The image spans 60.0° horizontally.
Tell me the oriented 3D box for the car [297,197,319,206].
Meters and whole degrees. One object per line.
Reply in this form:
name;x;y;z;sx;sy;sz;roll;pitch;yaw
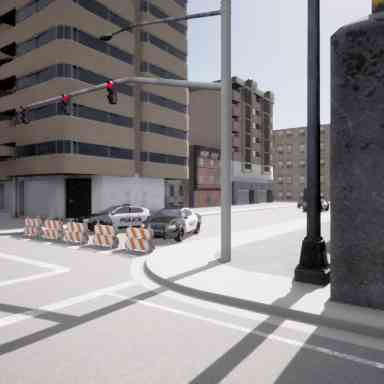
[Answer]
car;16.529;1.295;47.308;1.853;1.218;4.536;0;0;36

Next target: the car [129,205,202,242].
car;-0.974;1.453;16.566;2.038;1.542;4.974;0;0;16

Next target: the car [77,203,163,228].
car;-4.122;1.295;19.276;4.536;1.218;1.853;0;0;-29

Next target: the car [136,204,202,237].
car;-0.960;1.295;16.616;1.853;1.218;4.536;0;0;16

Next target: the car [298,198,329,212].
car;14.294;1.453;38.347;2.038;1.542;4.974;0;0;36

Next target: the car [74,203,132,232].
car;-4.167;1.453;19.250;4.974;1.542;2.038;0;0;-29

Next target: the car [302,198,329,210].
car;14.324;1.295;38.389;1.853;1.218;4.536;0;0;36
